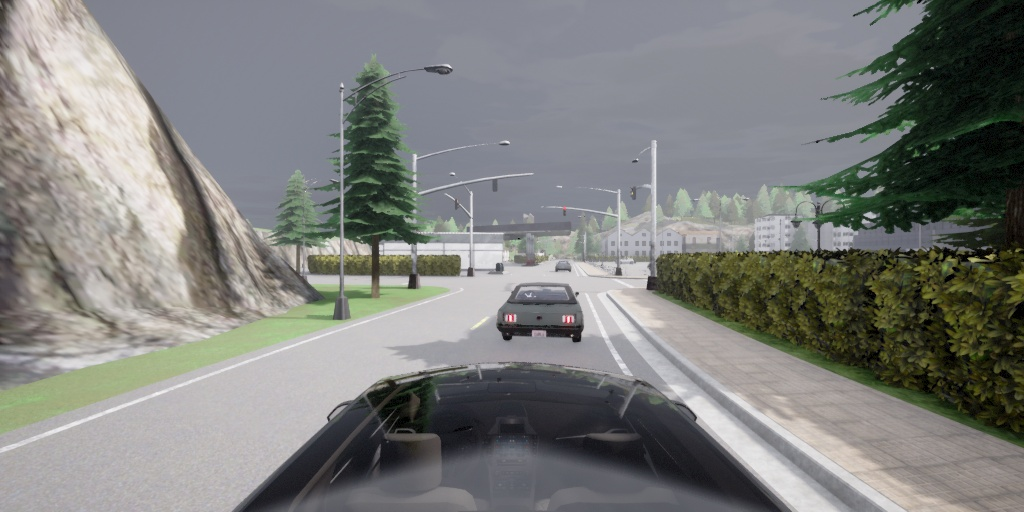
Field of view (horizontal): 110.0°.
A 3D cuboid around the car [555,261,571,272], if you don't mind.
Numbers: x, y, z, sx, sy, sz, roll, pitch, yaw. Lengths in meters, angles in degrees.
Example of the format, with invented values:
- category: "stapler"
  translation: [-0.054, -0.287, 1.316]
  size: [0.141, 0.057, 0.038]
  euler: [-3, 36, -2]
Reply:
- category: "car"
  translation: [6.565, 1.314, 45.823]
  size: [1.994, 1.385, 4.181]
  euler: [0, 0, 9]

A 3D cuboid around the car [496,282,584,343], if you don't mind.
- category: "car"
  translation: [0.882, 1.351, 9.751]
  size: [1.895, 1.301, 4.718]
  euler: [0, 0, 8]
